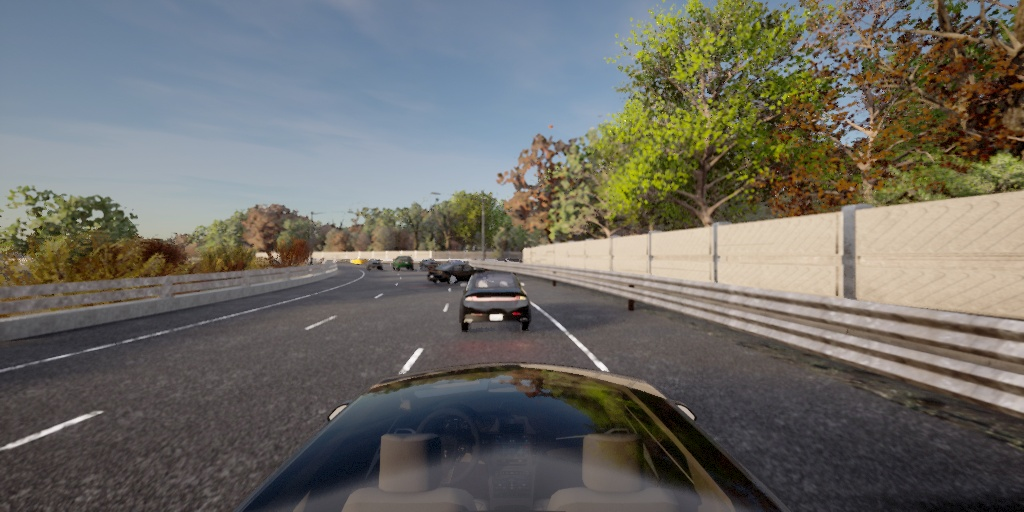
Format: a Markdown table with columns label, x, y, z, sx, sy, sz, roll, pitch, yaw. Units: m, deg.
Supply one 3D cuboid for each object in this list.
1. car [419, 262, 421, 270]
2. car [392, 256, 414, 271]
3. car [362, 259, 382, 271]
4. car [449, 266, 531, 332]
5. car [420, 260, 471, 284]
| label | x | y | z | sx | sy | sz | roll | pitch | yaw |
| --- | --- | --- | --- | --- | --- | --- | --- | --- | --- |
| car | -12.004 | 1.250 | 51.196 | 1.837 | 1.490 | 4.892 | 0 | 0 | -26 |
| car | -15.145 | 0.967 | 49.741 | 2.150 | 2.045 | 5.566 | 0 | 0 | -26 |
| car | -19.338 | 1.252 | 50.152 | 1.837 | 1.490 | 4.892 | 0 | 0 | -27 |
| car | -0.569 | 1.241 | 10.936 | 2.128 | 1.511 | 4.902 | 0 | 0 | -5 |
| car | -3.819 | 1.224 | 26.059 | 1.882 | 1.535 | 5.008 | 0 | 1 | 40 |
